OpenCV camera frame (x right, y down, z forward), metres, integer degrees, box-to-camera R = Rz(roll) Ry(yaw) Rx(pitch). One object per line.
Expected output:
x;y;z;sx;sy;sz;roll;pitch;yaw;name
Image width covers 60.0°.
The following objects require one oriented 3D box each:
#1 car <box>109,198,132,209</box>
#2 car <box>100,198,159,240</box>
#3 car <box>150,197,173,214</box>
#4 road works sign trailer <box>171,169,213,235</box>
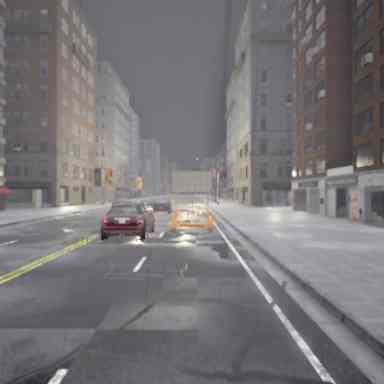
-9.825;1.584;46.150;2.033;1.411;5.357;0;0;0;car
-3.144;1.364;17.097;2.097;1.767;4.553;0;0;0;car
-3.130;1.504;36.032;1.882;1.535;5.008;0;0;0;car
0.005;0.478;18.958;2.380;3.560;2.880;0;0;0;road works sign trailer
